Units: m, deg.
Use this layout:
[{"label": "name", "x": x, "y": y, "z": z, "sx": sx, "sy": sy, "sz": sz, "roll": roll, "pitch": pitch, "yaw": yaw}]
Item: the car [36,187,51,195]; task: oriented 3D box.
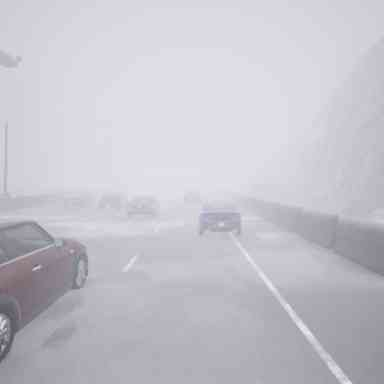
[{"label": "car", "x": -28.002, "y": -0.229, "z": 63.331, "sx": 2.128, "sy": 1.511, "sz": 4.902, "roll": 0, "pitch": 2, "yaw": 0}]

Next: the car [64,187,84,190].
[{"label": "car", "x": -21.021, "y": -0.196, "z": 60.721, "sx": 1.882, "sy": 1.535, "sz": 5.008, "roll": 0, "pitch": 2, "yaw": 0}]

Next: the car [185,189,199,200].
[{"label": "car", "x": 0.002, "y": 0.254, "z": 48.023, "sx": 2.033, "sy": 1.411, "sz": 5.357, "roll": 0, "pitch": 2, "yaw": 0}]

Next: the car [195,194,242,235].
[{"label": "car", "x": 1.224, "y": 1.110, "z": 16.188, "sx": 1.882, "sy": 1.535, "sz": 5.008, "roll": 0, "pitch": 1, "yaw": 0}]

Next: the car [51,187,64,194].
[{"label": "car", "x": -24.506, "y": -0.255, "z": 63.349, "sx": 1.837, "sy": 1.490, "sz": 4.892, "roll": 0, "pitch": 2, "yaw": 0}]

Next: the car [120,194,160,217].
[{"label": "car", "x": -3.401, "y": 0.972, "z": 23.886, "sx": 2.033, "sy": 1.411, "sz": 5.357, "roll": 0, "pitch": 2, "yaw": 0}]

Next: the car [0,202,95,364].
[{"label": "car", "x": -3.400, "y": 1.232, "z": 5.698, "sx": 2.097, "sy": 1.767, "sz": 4.553, "roll": 0, "pitch": 1, "yaw": 0}]

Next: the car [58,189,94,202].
[{"label": "car", "x": -10.401, "y": 0.751, "z": 30.762, "sx": 1.812, "sy": 1.442, "sz": 4.674, "roll": 0, "pitch": 2, "yaw": 0}]

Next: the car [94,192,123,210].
[{"label": "car", "x": -6.901, "y": 0.763, "z": 29.635, "sx": 1.837, "sy": 1.490, "sz": 4.892, "roll": 0, "pitch": 2, "yaw": 0}]

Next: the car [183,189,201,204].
[{"label": "car", "x": 0.040, "y": 0.587, "z": 37.468, "sx": 1.994, "sy": 1.385, "sz": 4.181, "roll": 0, "pitch": 2, "yaw": 1}]

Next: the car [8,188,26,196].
[{"label": "car", "x": -31.513, "y": -0.075, "z": 59.331, "sx": 1.994, "sy": 1.385, "sz": 4.181, "roll": 0, "pitch": 2, "yaw": 0}]
